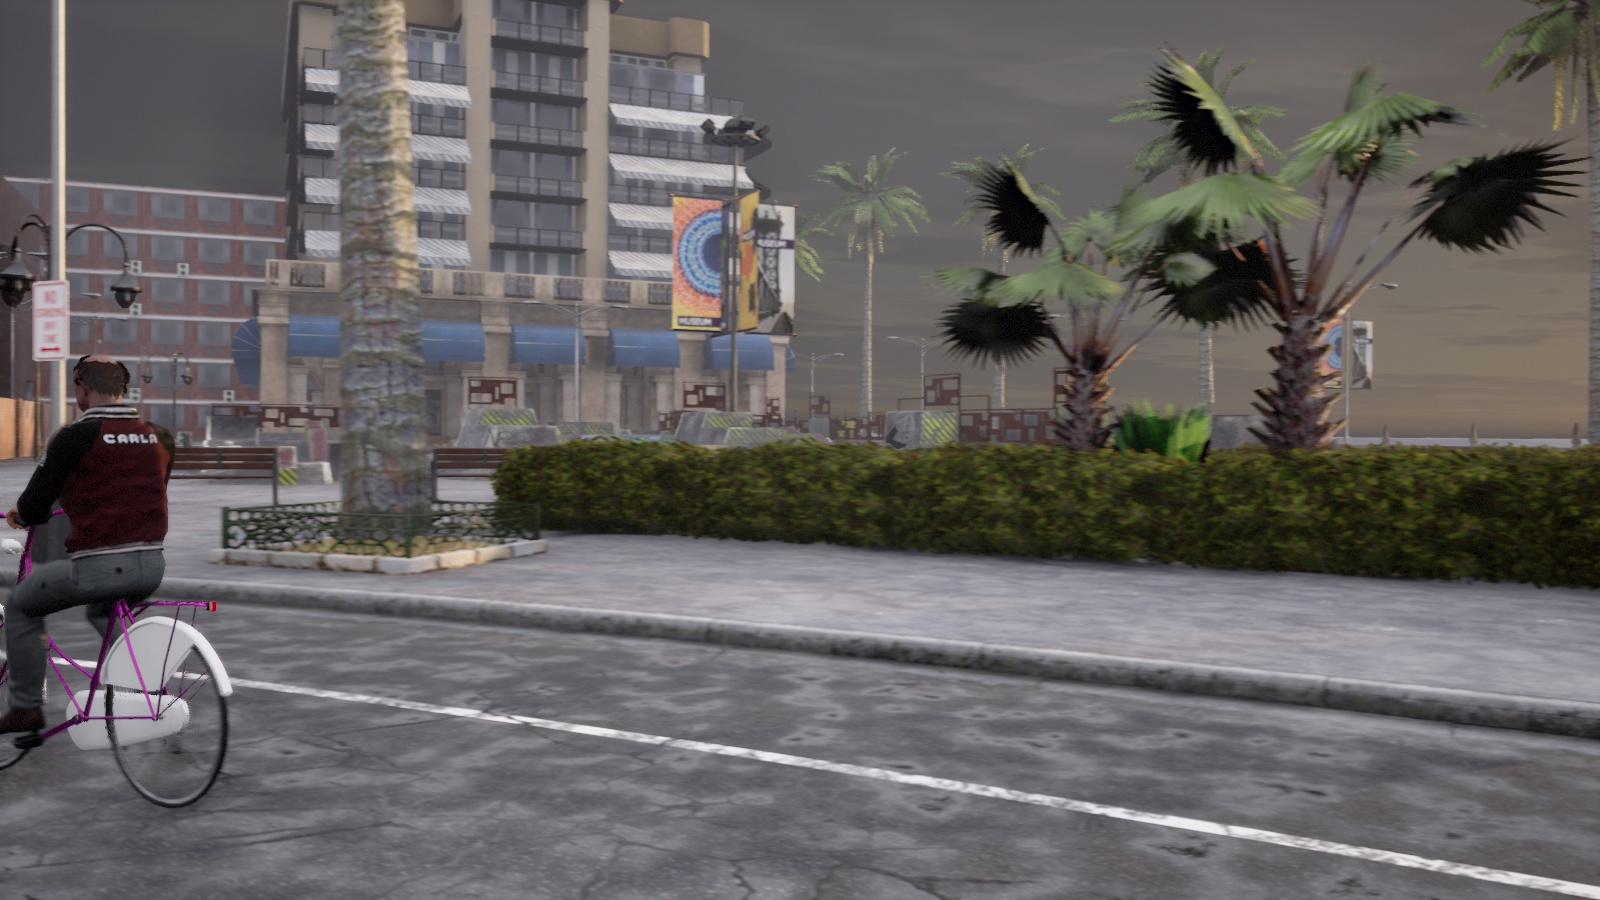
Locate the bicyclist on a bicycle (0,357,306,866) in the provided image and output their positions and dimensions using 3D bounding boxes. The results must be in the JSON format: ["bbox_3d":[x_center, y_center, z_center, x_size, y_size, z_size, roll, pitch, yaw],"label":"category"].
[{"bbox_3d":[-2.938,0.557,5.075,1.843,1.776,0.659,0,1,27],"label":"bicyclist on a bicycle"}]
